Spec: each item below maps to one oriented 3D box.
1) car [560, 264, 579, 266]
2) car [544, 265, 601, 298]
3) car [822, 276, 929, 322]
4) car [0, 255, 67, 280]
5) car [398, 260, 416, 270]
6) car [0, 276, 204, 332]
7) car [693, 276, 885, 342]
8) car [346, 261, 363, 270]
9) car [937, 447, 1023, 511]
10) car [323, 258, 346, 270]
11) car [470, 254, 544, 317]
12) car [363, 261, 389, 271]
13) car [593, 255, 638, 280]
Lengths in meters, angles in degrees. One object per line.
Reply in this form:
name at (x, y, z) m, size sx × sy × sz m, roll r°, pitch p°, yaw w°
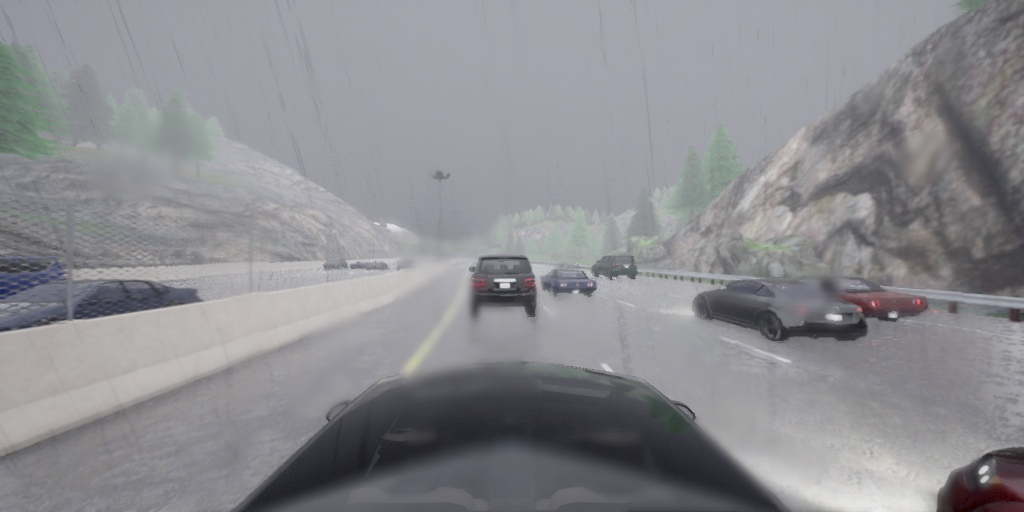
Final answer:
car at (4.914, 1.314, 31.609) m, size 1.895 × 1.301 × 4.718 m, roll 0°, pitch 0°, yaw -6°
car at (2.728, 1.330, 18.360) m, size 1.895 × 1.301 × 4.718 m, roll 0°, pitch 0°, yaw -5°
car at (10.217, 1.319, 11.937) m, size 1.895 × 1.301 × 4.718 m, roll 0°, pitch 0°, yaw -3°
car at (-17.977, 1.002, 11.466) m, size 2.150 × 2.045 × 5.566 m, roll 0°, pitch 0°, yaw -4°
car at (-14.983, 1.303, 51.513) m, size 1.994 × 1.385 × 4.181 m, roll 0°, pitch 0°, yaw -6°
car at (-10.834, 1.315, 9.214) m, size 2.033 × 1.411 × 5.357 m, roll 0°, pitch 0°, yaw -3°
car at (6.805, 1.292, 9.673) m, size 1.994 × 1.385 × 4.181 m, roll 0°, pitch 0°, yaw -3°
car at (-22.119, 1.355, 52.517) m, size 1.895 × 1.301 × 4.718 m, roll 0°, pitch 0°, yaw -6°
car at (3.511, 1.307, 0.335) m, size 1.994 × 1.385 × 4.181 m, roll 0°, pitch 0°, yaw 0°
car at (-25.606, 1.114, 52.216) m, size 2.097 × 1.767 × 4.553 m, roll 0°, pitch 0°, yaw -6°
car at (-0.376, 0.962, 13.251) m, size 2.150 × 2.045 × 5.566 m, roll 0°, pitch 0°, yaw -4°
car at (-18.207, 1.314, 48.774) m, size 1.994 × 1.385 × 4.181 m, roll 0°, pitch 0°, yaw -6°
car at (8.573, 0.928, 30.284) m, size 2.150 × 2.045 × 5.566 m, roll 0°, pitch 0°, yaw -6°
